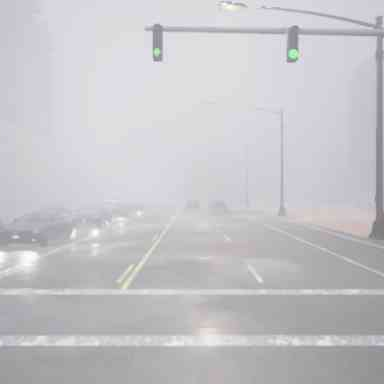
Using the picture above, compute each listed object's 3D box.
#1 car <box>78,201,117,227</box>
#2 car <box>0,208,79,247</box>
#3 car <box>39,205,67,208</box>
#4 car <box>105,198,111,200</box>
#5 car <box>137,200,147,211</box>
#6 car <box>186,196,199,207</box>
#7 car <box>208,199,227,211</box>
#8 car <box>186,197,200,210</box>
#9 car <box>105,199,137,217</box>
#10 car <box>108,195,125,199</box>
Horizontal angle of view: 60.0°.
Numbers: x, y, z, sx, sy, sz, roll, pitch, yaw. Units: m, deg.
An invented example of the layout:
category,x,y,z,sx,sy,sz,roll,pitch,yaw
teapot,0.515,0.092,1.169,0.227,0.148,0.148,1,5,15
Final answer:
category,x,y,z,sx,sy,sz,roll,pitch,yaw
car,-7.055,1.638,24.085,1.812,1.442,4.674,0,0,0
car,-7.072,1.636,15.340,1.994,1.385,4.181,0,0,0
car,-10.554,1.664,24.953,2.033,1.411,5.357,0,0,0
car,-10.543,1.711,35.040,2.033,1.411,5.357,0,0,0
car,-7.007,1.764,42.812,1.994,1.385,4.181,0,0,0
car,0.077,1.614,56.089,2.097,1.767,4.553,0,0,0
car,3.560,1.714,44.627,1.837,1.490,4.892,0,0,0
car,0.161,1.706,45.909,2.128,1.511,4.902,0,0,0
car,-7.043,1.717,32.836,1.994,1.385,4.181,0,0,0
car,-10.484,1.433,45.385,2.150,2.045,5.566,0,0,0
